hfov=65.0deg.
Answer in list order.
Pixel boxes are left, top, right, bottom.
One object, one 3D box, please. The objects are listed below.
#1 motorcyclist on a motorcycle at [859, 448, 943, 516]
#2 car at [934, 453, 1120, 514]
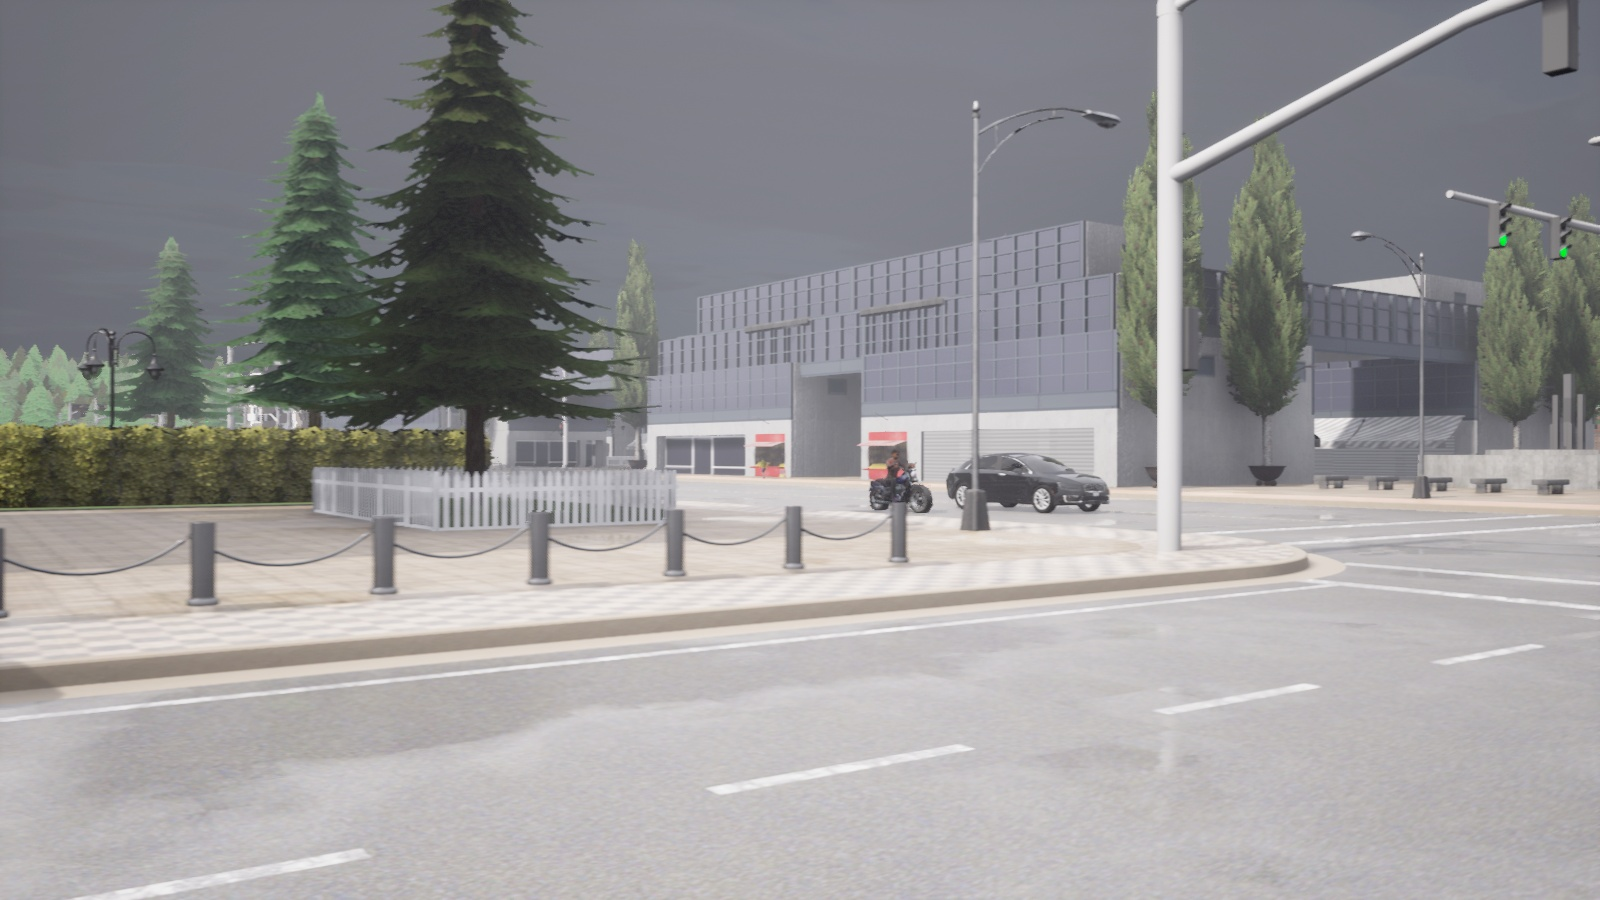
[{"bbox_3d":[2.506,0.767,31.450,0.766,1.649,2.350,0,0,-35],"label":"motorcyclist on a motorcycle"},{"bbox_3d":[5.822,0.818,32.814,1.837,1.490,4.892,0,0,-35],"label":"car"}]
